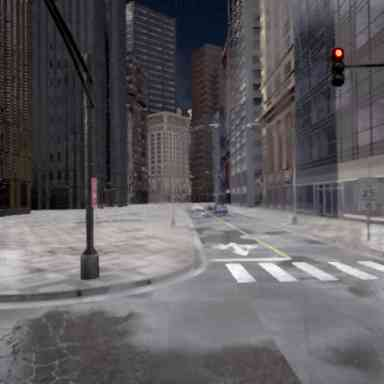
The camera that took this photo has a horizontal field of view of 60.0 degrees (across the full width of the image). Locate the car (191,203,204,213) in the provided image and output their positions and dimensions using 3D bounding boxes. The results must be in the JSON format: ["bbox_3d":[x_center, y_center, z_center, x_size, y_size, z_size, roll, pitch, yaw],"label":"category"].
[{"bbox_3d":[0.867,2.522,52.310,1.812,1.442,4.674,-1,-1,-2],"label":"car"}]

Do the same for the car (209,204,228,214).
[{"bbox_3d":[4.037,2.418,47.818,2.033,1.411,5.357,-1,-1,-2],"label":"car"}]

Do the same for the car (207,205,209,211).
[{"bbox_3d":[3.682,2.679,58.262,1.895,1.301,4.718,-1,-1,-2],"label":"car"}]
